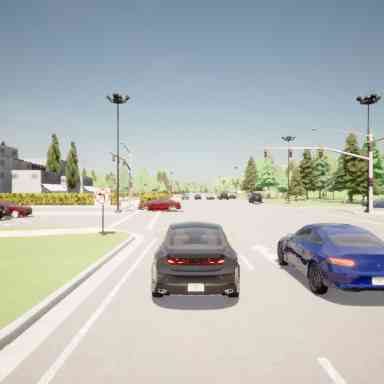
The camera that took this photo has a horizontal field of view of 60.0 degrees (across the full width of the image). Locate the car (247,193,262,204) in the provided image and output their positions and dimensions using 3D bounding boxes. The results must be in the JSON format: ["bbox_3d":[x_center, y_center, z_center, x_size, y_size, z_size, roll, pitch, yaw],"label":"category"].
[{"bbox_3d":[12.233,1.223,65.024,2.150,2.045,5.566,0,0,1],"label":"car"}]

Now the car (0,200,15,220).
[{"bbox_3d":[-17.354,1.221,25.900,5.566,2.045,2.150,0,0,-1],"label":"car"}]

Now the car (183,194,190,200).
[{"bbox_3d":[-1.760,1.518,91.360,2.128,1.511,4.902,0,0,0],"label":"car"}]

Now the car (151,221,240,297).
[{"bbox_3d":[0.080,1.505,8.538,1.837,1.490,4.892,0,0,0],"label":"car"}]

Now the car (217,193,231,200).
[{"bbox_3d":[8.740,1.218,91.353,2.150,2.045,5.566,0,0,0],"label":"car"}]

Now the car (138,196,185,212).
[{"bbox_3d":[-3.618,1.477,37.774,5.008,1.535,1.882,0,0,-1],"label":"car"}]

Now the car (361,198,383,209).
[{"bbox_3d":[25.990,1.547,45.146,5.357,1.411,2.033,0,0,-1],"label":"car"}]

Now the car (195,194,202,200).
[{"bbox_3d":[1.742,1.472,91.764,1.882,1.535,5.008,0,0,0],"label":"car"}]

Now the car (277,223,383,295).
[{"bbox_3d":[3.585,1.526,8.626,1.812,1.442,4.674,0,0,0],"label":"car"}]

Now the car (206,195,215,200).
[{"bbox_3d":[5.243,1.590,92.199,1.895,1.301,4.718,0,0,0],"label":"car"}]

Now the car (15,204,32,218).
[{"bbox_3d":[-16.779,1.478,29.408,5.008,1.535,1.882,0,0,-1],"label":"car"}]
